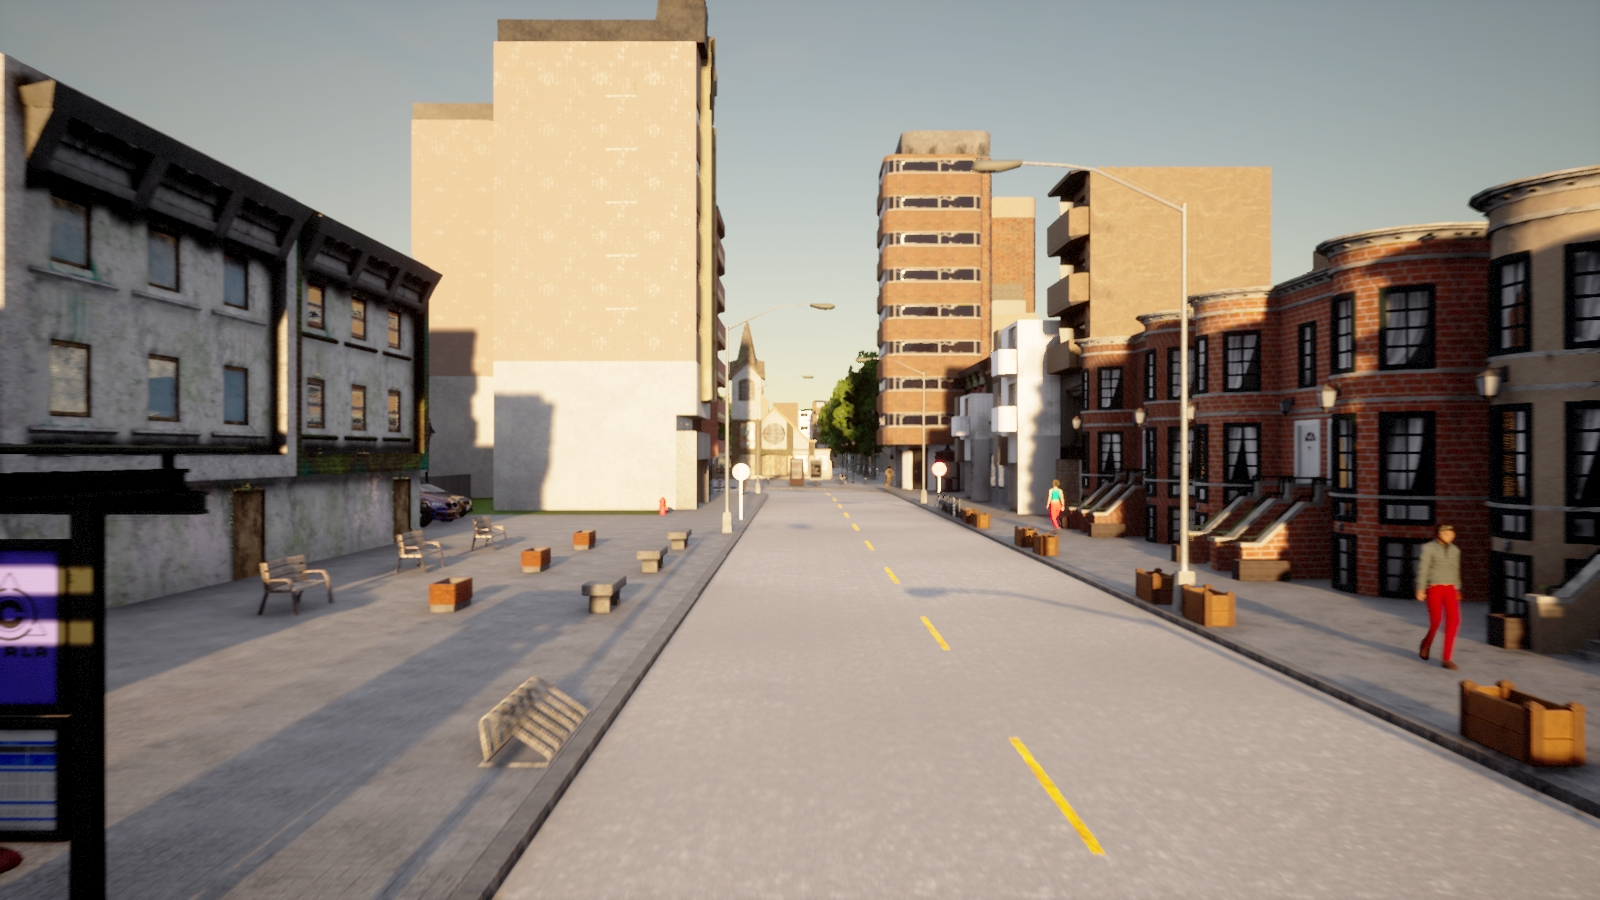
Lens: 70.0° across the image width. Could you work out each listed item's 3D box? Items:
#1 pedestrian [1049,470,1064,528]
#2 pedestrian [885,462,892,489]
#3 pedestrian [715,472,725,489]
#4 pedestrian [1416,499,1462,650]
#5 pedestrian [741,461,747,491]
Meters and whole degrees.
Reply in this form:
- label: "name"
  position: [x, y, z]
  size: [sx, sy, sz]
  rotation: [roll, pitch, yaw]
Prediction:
- label: "pedestrian"
  position: [8.301, 1.590, 36.975]
  size: [0.375, 1.860, 0.375]
  rotation: [0, 0, -3]
- label: "pedestrian"
  position: [5.982, 1.711, 77.148]
  size: [0.375, 1.860, 0.375]
  rotation: [0, 0, -7]
- label: "pedestrian"
  position: [-5.355, 2.036, 76.221]
  size: [0.500, 1.100, 0.500]
  rotation: [0, 0, 26]
- label: "pedestrian"
  position: [8.031, 1.553, 14.365]
  size: [0.375, 1.860, 0.375]
  rotation: [0, 0, 0]
- label: "pedestrian"
  position: [-3.521, 1.649, 71.822]
  size: [0.375, 1.860, 0.375]
  rotation: [0, 0, -6]
